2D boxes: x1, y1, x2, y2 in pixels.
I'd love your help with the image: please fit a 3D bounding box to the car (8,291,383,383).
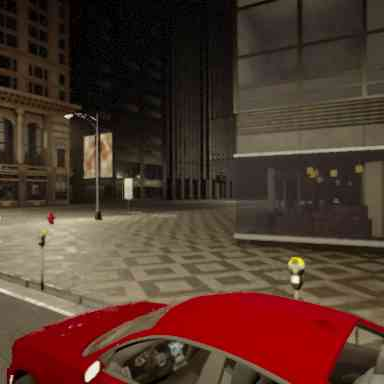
[{"bbox_3d":[0.267,1.542,2.663,4.507,1.381,1.887,0,0,35],"label":"car"}]
